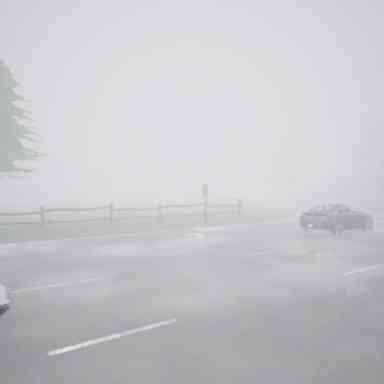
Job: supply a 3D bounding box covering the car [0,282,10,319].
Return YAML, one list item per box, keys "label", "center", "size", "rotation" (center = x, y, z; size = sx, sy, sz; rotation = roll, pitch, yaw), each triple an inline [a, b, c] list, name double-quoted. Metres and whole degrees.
- label: "car"
  center: [-5.119, 1.607, 4.395]
  size: [4.718, 1.301, 1.895]
  rotation: [0, 0, -35]

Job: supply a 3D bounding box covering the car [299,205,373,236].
- label: "car"
  center: [7.839, 1.428, 17.919]
  size: [4.902, 1.511, 2.128]
  rotation: [0, 0, -35]
